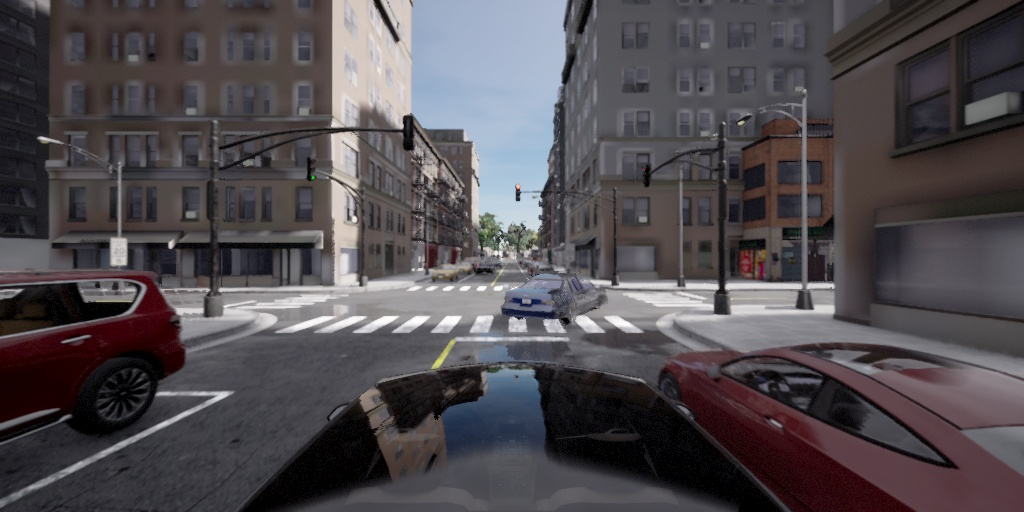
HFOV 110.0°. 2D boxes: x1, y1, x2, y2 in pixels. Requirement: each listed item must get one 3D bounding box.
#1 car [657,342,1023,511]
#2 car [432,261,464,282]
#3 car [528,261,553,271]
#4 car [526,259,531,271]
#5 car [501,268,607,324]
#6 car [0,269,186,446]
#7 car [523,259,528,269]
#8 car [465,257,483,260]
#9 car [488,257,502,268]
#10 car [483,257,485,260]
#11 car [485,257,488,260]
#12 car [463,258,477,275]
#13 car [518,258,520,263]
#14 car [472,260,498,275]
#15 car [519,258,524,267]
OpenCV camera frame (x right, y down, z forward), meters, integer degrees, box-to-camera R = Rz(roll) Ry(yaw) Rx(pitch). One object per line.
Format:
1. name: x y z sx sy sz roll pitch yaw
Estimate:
1. car: 2.637 1.332 2.784 1.802 1.307 4.207 0 0 0
2. car: -5.421 1.292 29.621 1.751 1.417 4.829 0 0 0
3. car: 2.632 1.317 29.793 2.007 1.370 4.403 0 0 0
4. car: 2.631 1.315 35.274 1.888 1.381 4.507 0 0 0
5. car: 1.667 1.293 12.151 2.033 1.411 5.357 0 0 30
6. car: -5.401 1.065 2.784 2.192 1.841 5.009 0 0 0
7. car: 2.630 1.324 40.756 2.007 1.370 4.403 0 0 0
8. car: -5.419 1.093 46.237 2.192 1.841 5.009 0 0 0
9. car: -2.782 1.297 62.208 1.837 1.490 4.892 0 -1 0
10. car: -5.418 1.222 51.719 1.967 1.591 4.097 0 0 0
11. car: -5.417 1.226 57.201 1.967 1.591 4.097 0 0 0
12. car: -5.420 1.299 40.584 1.751 1.417 4.829 0 0 0
13. car: 2.625 1.340 62.684 2.007 1.370 4.403 0 0 0
14. car: -2.855 1.373 38.718 1.895 1.301 4.718 0 0 0
15. car: 2.626 1.336 57.202 2.007 1.370 4.403 0 0 0
